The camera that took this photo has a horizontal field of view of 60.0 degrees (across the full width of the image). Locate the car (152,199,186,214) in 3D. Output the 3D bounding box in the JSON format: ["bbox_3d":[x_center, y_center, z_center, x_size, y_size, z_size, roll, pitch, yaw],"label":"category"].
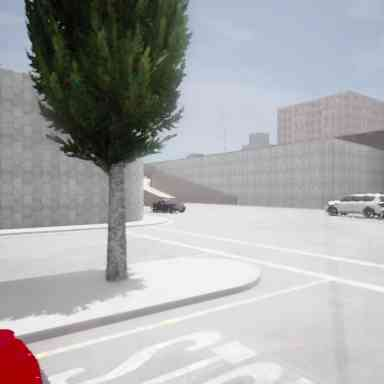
[{"bbox_3d":[-2.531,1.502,35.528,1.837,1.490,4.892,0,0,-35],"label":"car"}]

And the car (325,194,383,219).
[{"bbox_3d":[14.696,1.215,29.513,2.150,2.045,5.566,0,0,-35],"label":"car"}]

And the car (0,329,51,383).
[{"bbox_3d":[-3.131,1.601,1.518,4.718,1.301,1.895,0,0,-35],"label":"car"}]
